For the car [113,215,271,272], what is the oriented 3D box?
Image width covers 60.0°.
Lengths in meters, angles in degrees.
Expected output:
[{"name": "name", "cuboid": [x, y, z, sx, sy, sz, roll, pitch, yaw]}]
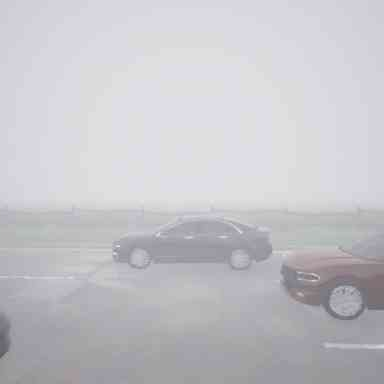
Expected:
[{"name": "car", "cuboid": [0.019, 1.504, 10.347, 4.892, 1.490, 1.837, 0, 0, 3]}]

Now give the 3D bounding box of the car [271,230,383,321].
[{"name": "car", "cuboid": [4.328, 1.478, 6.590, 5.008, 1.535, 1.882, 0, 0, 3]}]

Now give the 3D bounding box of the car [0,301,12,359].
[{"name": "car", "cuboid": [-4.453, 1.525, 3.594, 4.674, 1.442, 1.812, 0, 0, 3]}]
